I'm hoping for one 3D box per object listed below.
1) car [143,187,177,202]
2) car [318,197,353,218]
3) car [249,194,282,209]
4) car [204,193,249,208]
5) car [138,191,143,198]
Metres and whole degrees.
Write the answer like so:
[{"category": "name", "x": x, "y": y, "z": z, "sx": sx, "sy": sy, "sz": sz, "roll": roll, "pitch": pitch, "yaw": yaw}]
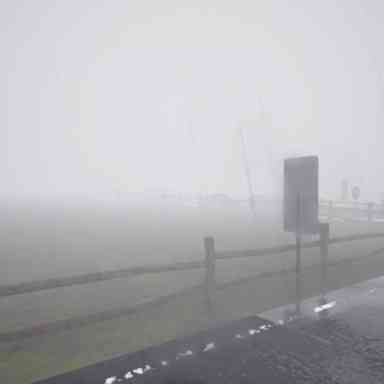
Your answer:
[{"category": "car", "x": -4.203, "y": 0.287, "z": 46.345, "sx": 2.150, "sy": 2.045, "sz": 5.566, "roll": 1, "pitch": 1, "yaw": -35}, {"category": "car", "x": 10.015, "y": 1.116, "z": 26.075, "sx": 1.882, "sy": 1.535, "sz": 5.008, "roll": 1, "pitch": 1, "yaw": -35}, {"category": "car", "x": 7.179, "y": 0.936, "z": 35.229, "sx": 1.882, "sy": 1.535, "sz": 5.008, "roll": 1, "pitch": 1, "yaw": -35}, {"category": "car", "x": 3.348, "y": 0.847, "z": 35.568, "sx": 1.882, "sy": 1.535, "sz": 5.008, "roll": 1, "pitch": 1, "yaw": -35}, {"category": "car", "x": -7.358, "y": 0.374, "z": 55.881, "sx": 2.128, "sy": 1.511, "sz": 4.902, "roll": 1, "pitch": 1, "yaw": -35}]
